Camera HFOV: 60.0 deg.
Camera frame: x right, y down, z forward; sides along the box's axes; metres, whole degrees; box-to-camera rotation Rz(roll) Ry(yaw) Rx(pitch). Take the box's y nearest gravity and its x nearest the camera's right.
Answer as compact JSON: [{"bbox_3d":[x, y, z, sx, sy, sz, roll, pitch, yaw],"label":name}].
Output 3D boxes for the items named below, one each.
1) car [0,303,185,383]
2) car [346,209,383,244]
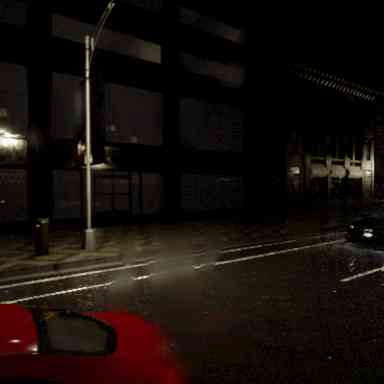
[{"bbox_3d":[-2.156,1.510,1.699,4.674,1.442,1.812,0,1,-37],"label":"car"},{"bbox_3d":[8.193,1.413,13.703,4.181,1.385,1.994,-1,1,-37],"label":"car"}]
